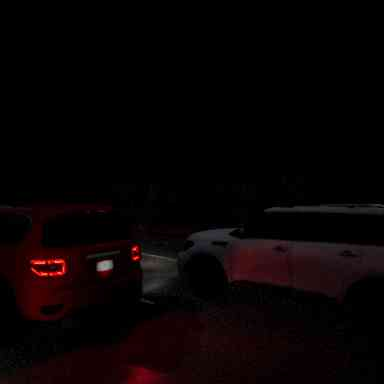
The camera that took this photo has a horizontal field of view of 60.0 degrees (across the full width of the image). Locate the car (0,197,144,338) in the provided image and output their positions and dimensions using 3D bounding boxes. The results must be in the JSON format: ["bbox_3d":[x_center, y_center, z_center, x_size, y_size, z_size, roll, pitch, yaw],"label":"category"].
[{"bbox_3d":[-3.391,1.241,6.944,5.566,2.045,2.150,0,0,41],"label":"car"}]

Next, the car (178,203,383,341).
[{"bbox_3d":[2.301,1.246,6.785,5.566,2.045,2.150,0,0,37],"label":"car"}]
